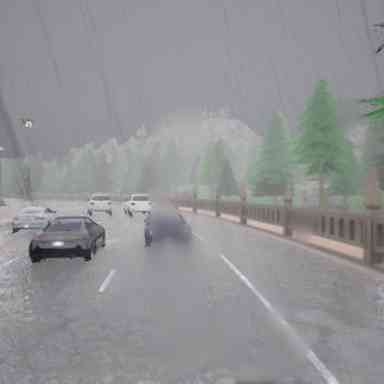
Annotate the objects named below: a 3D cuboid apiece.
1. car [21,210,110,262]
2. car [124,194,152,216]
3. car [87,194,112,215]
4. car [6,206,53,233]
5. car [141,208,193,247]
[{"bbox_3d":[-4.418,1.582,12.343,1.994,1.385,4.181,0,0,-7],"label":"car"},{"bbox_3d":[-5.326,1.249,32.632,2.150,2.045,5.566,0,0,-17],"label":"car"},{"bbox_3d":[-9.509,1.263,34.107,2.150,2.045,5.566,0,0,-19],"label":"car"},{"bbox_3d":[-9.217,1.562,19.848,1.812,1.442,4.674,0,0,-11],"label":"car"},{"bbox_3d":[-1.220,1.609,15.044,1.895,1.301,4.718,0,0,-8],"label":"car"}]
